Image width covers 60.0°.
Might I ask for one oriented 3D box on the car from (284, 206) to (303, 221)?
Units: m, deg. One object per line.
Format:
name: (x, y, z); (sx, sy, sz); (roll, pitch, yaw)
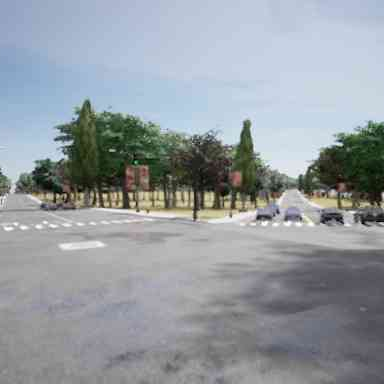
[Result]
car: (11.766, 2.531, 38.740); (1.812, 1.442, 4.674); (-1, -2, 16)

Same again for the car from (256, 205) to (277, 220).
car: (8.795, 2.632, 40.148); (2.033, 1.411, 5.357); (-1, -2, 16)

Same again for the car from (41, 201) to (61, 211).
car: (-26.168, 2.789, 61.699); (2.033, 1.411, 5.357); (-1, -1, -29)

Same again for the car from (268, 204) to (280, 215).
car: (11.629, 2.953, 49.781); (2.033, 1.411, 5.357); (-1, -2, 16)

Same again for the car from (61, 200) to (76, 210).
car: (-23.496, 2.759, 63.588); (1.994, 1.385, 4.181); (-1, -1, -29)

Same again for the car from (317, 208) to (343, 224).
car: (13.204, 2.257, 31.770); (1.837, 1.490, 4.892); (-1, -2, 16)

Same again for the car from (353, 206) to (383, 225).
car: (16.145, 2.022, 30.263); (2.097, 1.767, 4.553); (-1, -2, 17)

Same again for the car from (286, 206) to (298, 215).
car: (17.189, 3.144, 57.164); (1.837, 1.490, 4.892); (-1, -2, 16)
